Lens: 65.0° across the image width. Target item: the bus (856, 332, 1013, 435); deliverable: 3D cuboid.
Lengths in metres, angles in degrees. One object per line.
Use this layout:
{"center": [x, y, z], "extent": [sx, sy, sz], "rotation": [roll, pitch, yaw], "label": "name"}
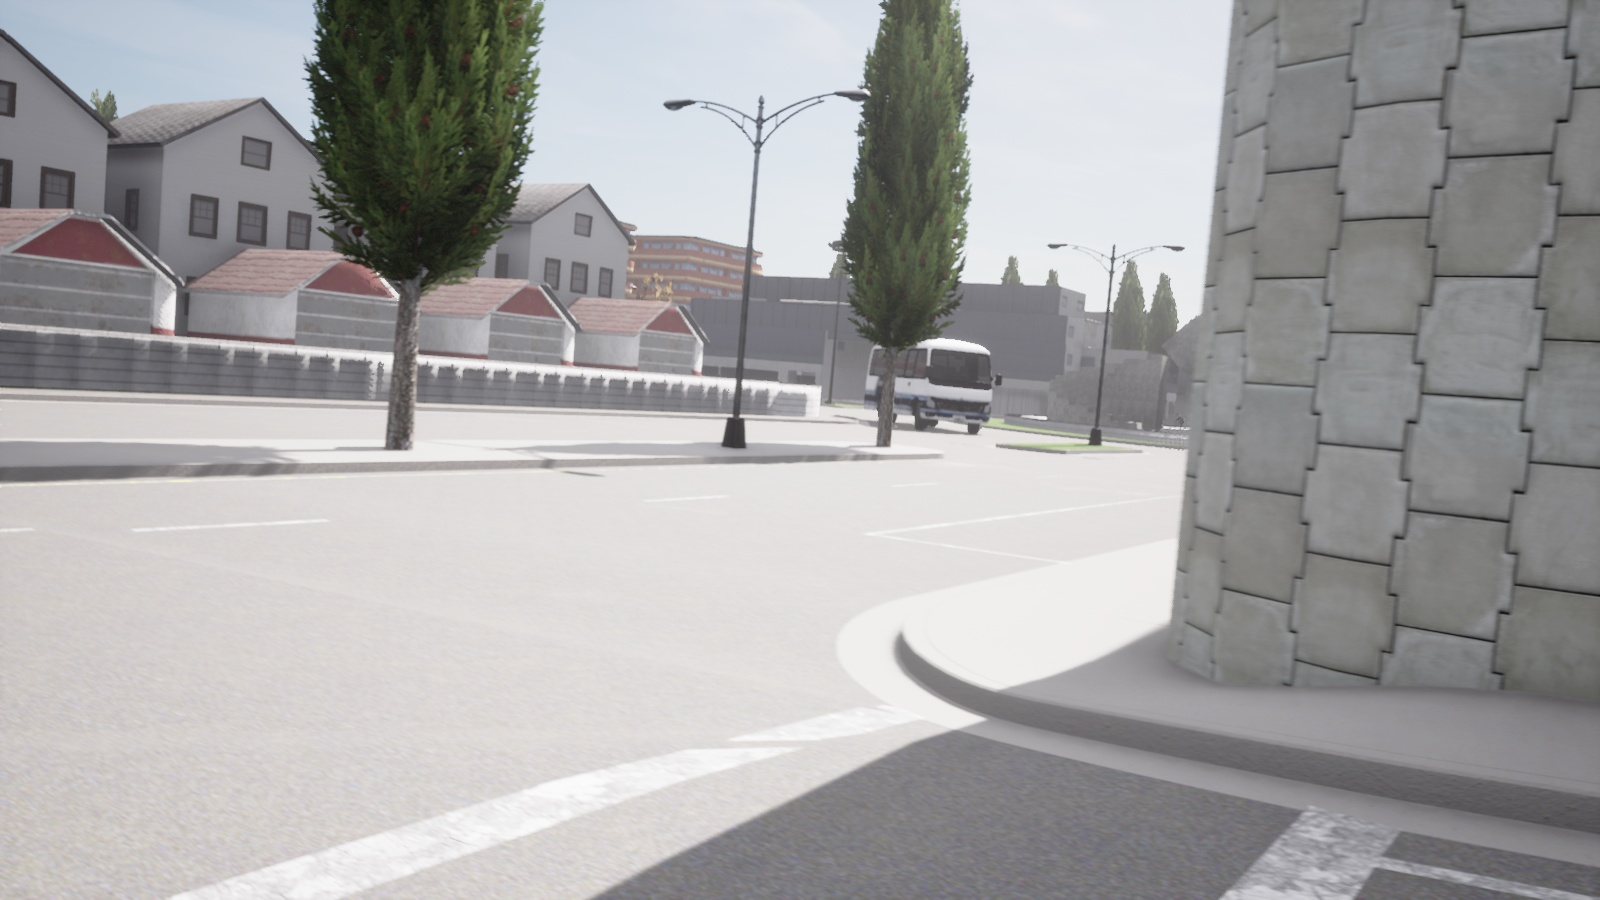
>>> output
{"center": [6.161, -3.267, 60.371], "extent": [3.944, 4.253, 10.273], "rotation": [4, 3, -14], "label": "bus"}
